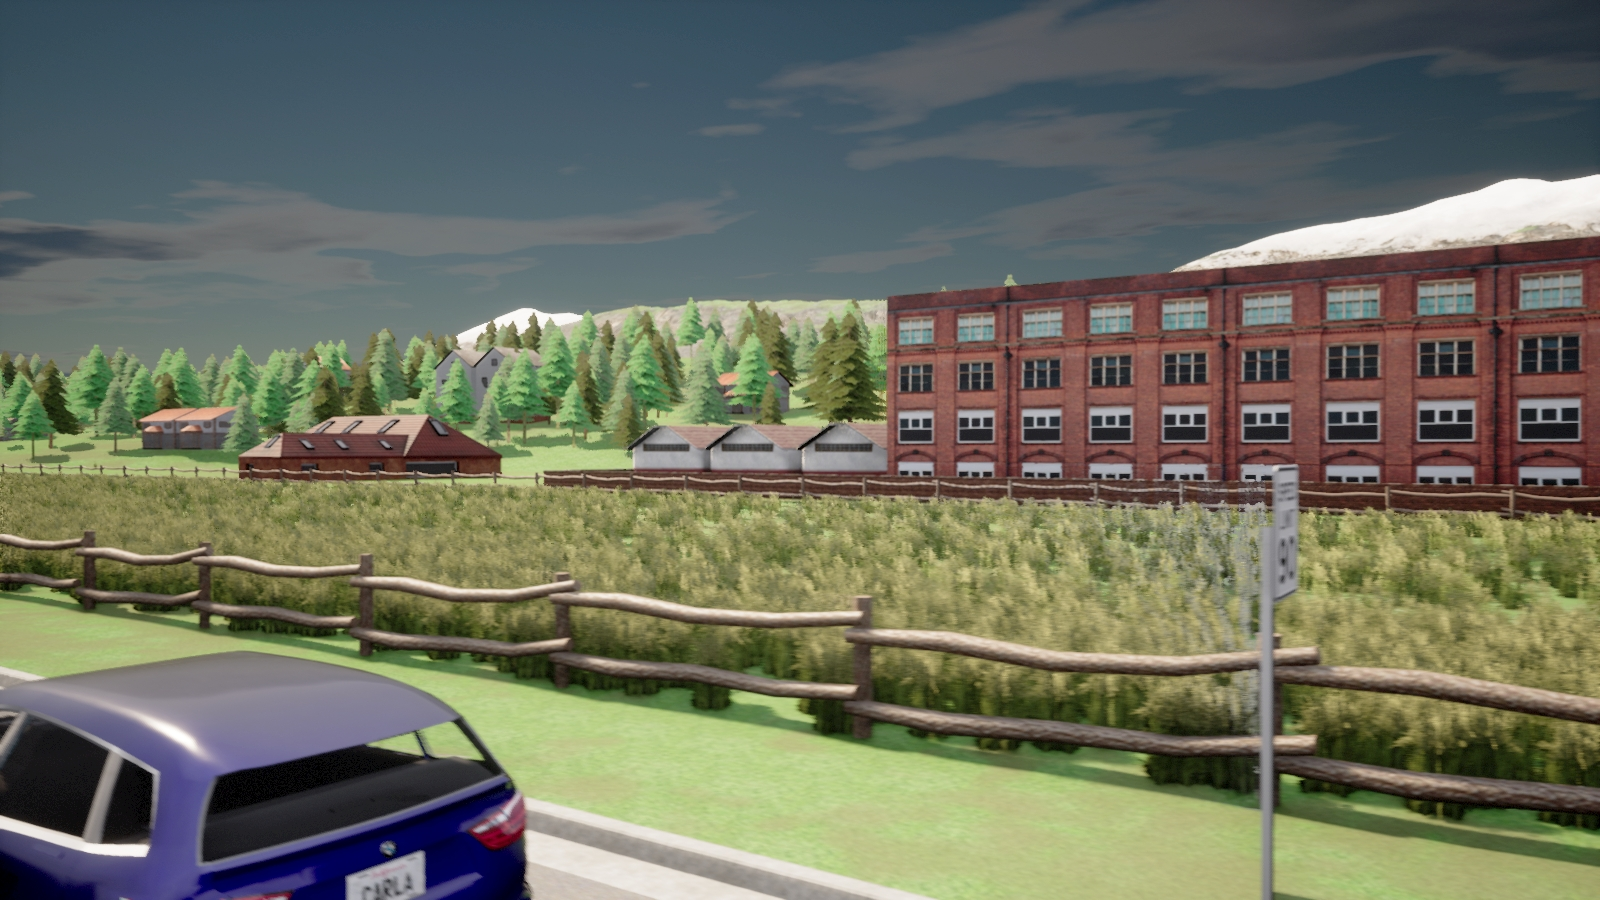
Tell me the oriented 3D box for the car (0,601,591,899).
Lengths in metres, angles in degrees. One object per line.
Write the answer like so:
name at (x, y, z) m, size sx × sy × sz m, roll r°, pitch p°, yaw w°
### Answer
car at (-3.617, 1.961, 6.265) m, size 4.611 × 1.667 × 2.242 m, roll 0°, pitch 0°, yaw 34°
